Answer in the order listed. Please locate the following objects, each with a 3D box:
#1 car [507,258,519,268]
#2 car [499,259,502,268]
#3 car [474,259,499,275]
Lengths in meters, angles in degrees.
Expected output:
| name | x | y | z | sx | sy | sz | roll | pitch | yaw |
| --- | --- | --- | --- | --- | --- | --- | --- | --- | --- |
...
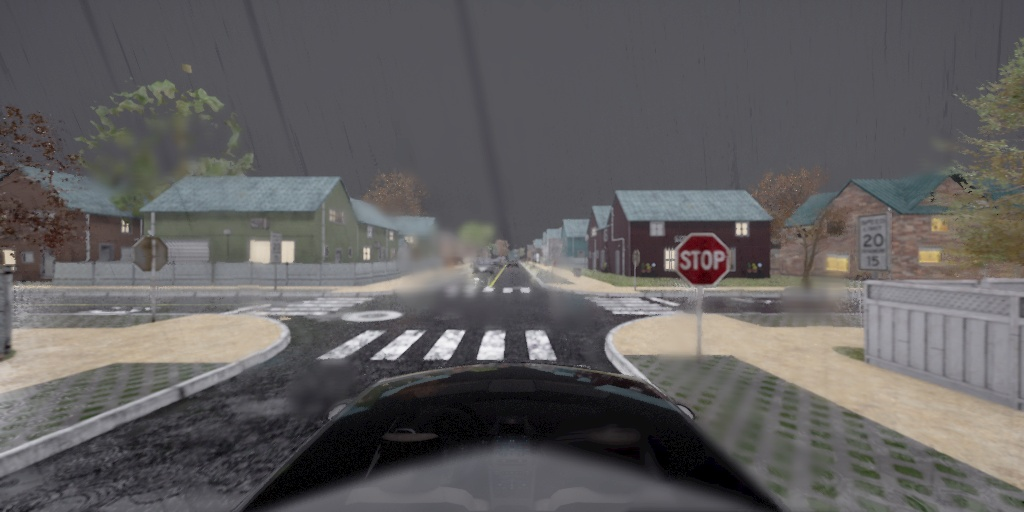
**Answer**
| name | x | y | z | sx | sy | sz | roll | pitch | yaw |
| --- | --- | --- | --- | --- | --- | --- | --- | --- | --- |
| car | 0.117 | 1.091 | 57.308 | 1.837 | 1.490 | 4.892 | 0 | 0 | 0 |
| car | -2.641 | 1.135 | 58.667 | 2.033 | 1.411 | 5.357 | 0 | 0 | 1 |
| car | -2.767 | 1.099 | 36.669 | 2.128 | 1.511 | 4.902 | 0 | 0 | 0 |
